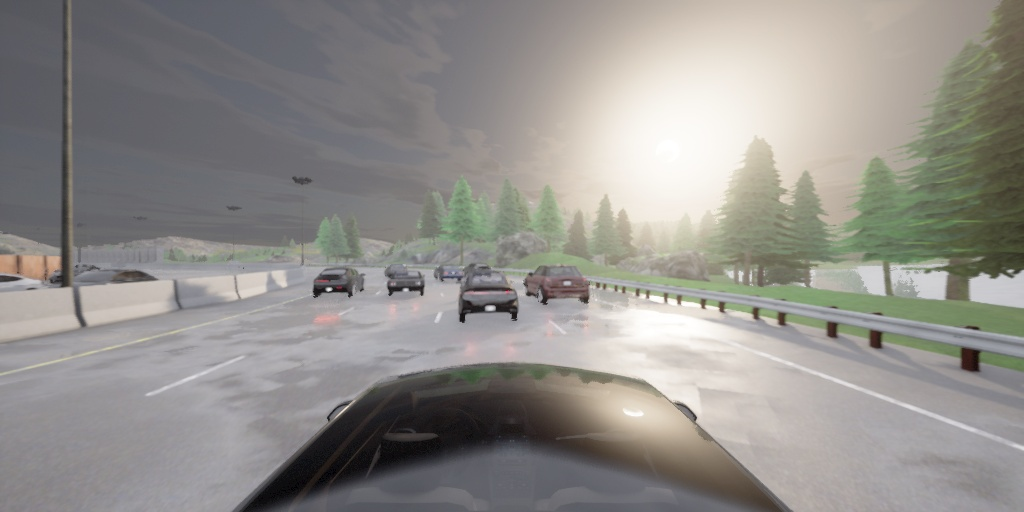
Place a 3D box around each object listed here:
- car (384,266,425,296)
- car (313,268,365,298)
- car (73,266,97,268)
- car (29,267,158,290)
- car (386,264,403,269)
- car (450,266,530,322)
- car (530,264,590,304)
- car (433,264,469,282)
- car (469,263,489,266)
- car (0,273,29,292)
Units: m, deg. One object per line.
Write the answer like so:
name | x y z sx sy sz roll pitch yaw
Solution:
car | -5.900 1.452 20.421 1.895 1.301 4.718 0 0 -13
car | -9.356 1.373 19.675 1.837 1.490 4.892 0 0 -12
car | -35.842 1.558 29.759 1.837 1.490 4.892 0 -1 -30
car | -19.821 1.423 17.591 1.837 1.490 4.892 0 0 -15
car | -12.005 1.510 37.149 1.994 1.385 4.181 0 0 -26
car | -0.935 1.287 12.587 2.128 1.511 4.902 0 0 -8
car | 1.921 1.147 16.780 2.097 1.767 4.553 0 0 -9
car | -5.632 1.438 31.361 2.033 1.411 5.357 0 0 -21
car | -3.398 1.396 35.039 1.837 1.490 4.892 0 0 -22
car | -22.818 1.451 15.184 1.812 1.442 4.674 0 0 -14
